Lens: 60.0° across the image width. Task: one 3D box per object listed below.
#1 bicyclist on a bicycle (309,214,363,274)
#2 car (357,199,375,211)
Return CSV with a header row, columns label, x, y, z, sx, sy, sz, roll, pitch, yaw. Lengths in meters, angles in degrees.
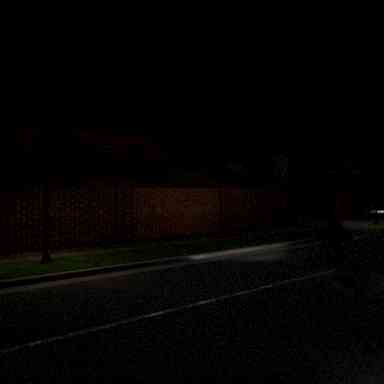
label,x,y,z,sx,sy,sz,roll,pitch,yaw
bicyclist on a bicycle,4.078,1.453,9.548,0.582,1.620,1.656,0,0,-36
car,18.674,1.408,38.378,1.994,1.385,4.181,0,0,-35
